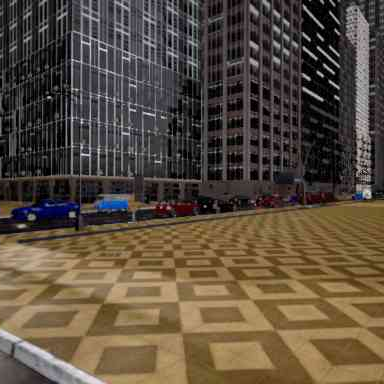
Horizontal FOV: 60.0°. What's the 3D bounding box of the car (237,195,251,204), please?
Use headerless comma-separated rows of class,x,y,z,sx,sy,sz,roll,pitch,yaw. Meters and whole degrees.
car,7.222,1.145,49.935,1.947,1.339,4.313,1,1,41

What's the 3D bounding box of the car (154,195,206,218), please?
car,-1.116,1.238,27.101,1.967,1.590,4.097,1,1,41

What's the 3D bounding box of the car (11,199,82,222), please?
car,-10.790,1.316,24.895,1.882,1.535,5.008,0,1,41

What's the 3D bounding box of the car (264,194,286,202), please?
car,14.618,1.053,58.582,1.947,1.339,4.313,1,1,41

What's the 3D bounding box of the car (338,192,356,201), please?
car,28.480,0.955,61.895,1.752,1.417,4.829,1,1,41

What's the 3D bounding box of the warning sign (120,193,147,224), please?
warning sign,-3.620,0.975,20.725,1.300,1.860,1.060,0,0,41

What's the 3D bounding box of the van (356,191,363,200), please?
van,35.765,0.681,70.410,1.690,1.788,3.998,1,1,41

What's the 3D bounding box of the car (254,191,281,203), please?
car,11.568,0.723,50.883,2.097,1.767,4.553,0,1,41

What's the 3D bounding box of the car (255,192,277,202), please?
car,10.369,1.123,44.798,1.837,1.490,4.892,0,1,41

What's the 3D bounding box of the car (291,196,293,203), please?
car,17.078,1.060,52.713,1.812,1.442,4.674,0,1,41

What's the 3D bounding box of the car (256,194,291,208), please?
car,9.882,1.242,40.150,1.802,1.307,4.206,1,1,41

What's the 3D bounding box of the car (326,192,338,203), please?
car,20.975,0.838,53.116,2.192,1.841,5.009,1,1,41

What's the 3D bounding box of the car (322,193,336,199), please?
car,33.106,0.826,80.199,1.947,1.339,4.313,1,1,41

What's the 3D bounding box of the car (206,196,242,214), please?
car,2.538,1.318,31.462,1.947,1.339,4.313,1,1,41

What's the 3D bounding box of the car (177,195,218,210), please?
car,0.710,1.172,38.333,1.882,1.535,5.008,0,1,41

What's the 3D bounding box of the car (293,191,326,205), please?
car,17.278,0.883,48.793,2.192,1.841,5.009,1,1,41

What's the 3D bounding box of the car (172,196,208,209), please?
car,-0.178,1.215,41.295,1.887,1.381,4.507,1,1,41

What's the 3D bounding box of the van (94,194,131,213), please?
van,-7.657,1.103,32.719,1.690,1.788,3.998,1,1,41

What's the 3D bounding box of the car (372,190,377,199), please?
car,39.461,0.846,74.737,2.008,1.369,4.403,1,1,41

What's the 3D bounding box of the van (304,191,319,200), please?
van,25.711,0.692,71.549,1.690,1.788,3.998,1,1,41
